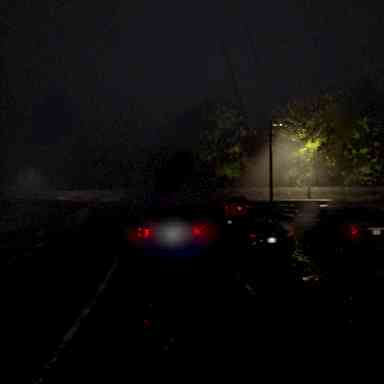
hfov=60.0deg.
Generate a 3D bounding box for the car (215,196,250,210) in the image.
[{"bbox_3d":[2.982,1.347,28.249,2.150,2.045,5.566,0,0,-15],"label":"car"}]

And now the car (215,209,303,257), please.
[{"bbox_3d":[2.451,1.620,13.339,1.994,1.385,4.181,0,0,-8],"label":"car"}]

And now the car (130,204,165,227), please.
[{"bbox_3d":[-3.555,1.680,25.616,2.033,1.411,5.357,0,0,-15],"label":"car"}]

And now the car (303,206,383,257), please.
[{"bbox_3d":[5.981,1.396,13.372,2.097,1.767,4.553,0,0,-8],"label":"car"}]

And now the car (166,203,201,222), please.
[{"bbox_3d":[-0.858,1.704,28.843,1.994,1.385,4.181,0,0,-17],"label":"car"}]

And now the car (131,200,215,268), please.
[{"bbox_3d":[-0.834,1.281,11.712,2.150,2.045,5.566,0,0,-7],"label":"car"}]
